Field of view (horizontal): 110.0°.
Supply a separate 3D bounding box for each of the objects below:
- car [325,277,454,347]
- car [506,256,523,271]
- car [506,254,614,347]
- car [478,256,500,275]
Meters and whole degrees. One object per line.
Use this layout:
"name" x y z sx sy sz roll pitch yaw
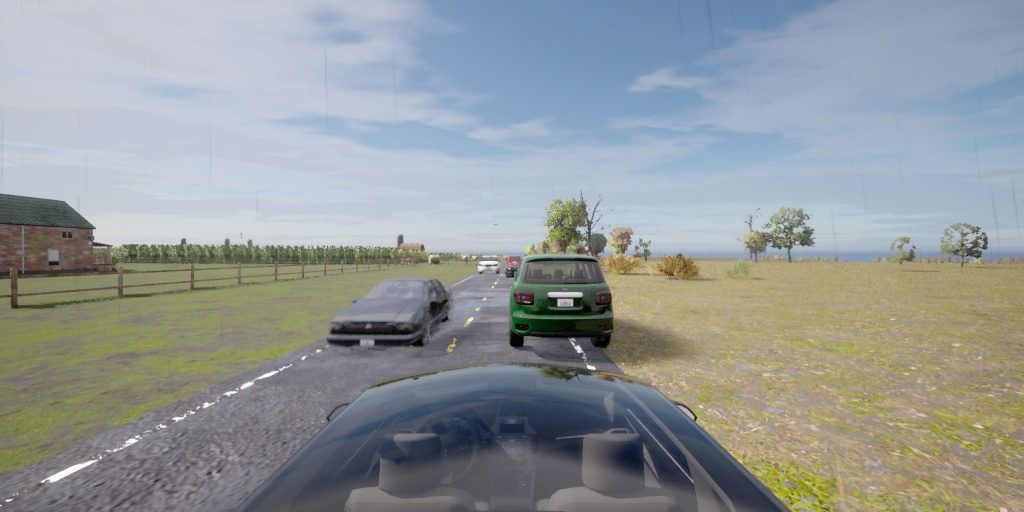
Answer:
"car" -2.787 1.296 9.602 2.033 1.411 5.357 0 0 0
"car" 0.373 0.963 48.796 2.150 2.045 5.566 0 0 1
"car" 1.025 0.973 9.442 2.150 2.045 5.566 0 0 0
"car" -2.475 0.964 39.790 2.150 2.045 5.566 0 0 0
